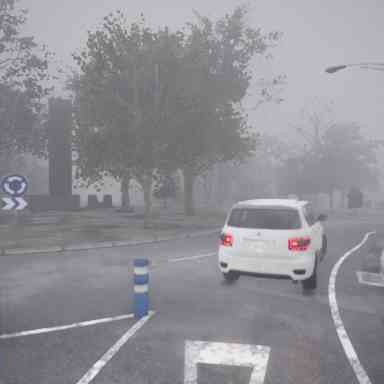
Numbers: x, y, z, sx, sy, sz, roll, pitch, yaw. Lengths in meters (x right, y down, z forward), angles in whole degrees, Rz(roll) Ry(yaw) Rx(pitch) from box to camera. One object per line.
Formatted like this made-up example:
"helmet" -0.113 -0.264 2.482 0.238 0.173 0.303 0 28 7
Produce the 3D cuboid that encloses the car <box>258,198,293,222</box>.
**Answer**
"car" 6.447 1.336 26.144 1.882 1.535 5.008 1 0 5

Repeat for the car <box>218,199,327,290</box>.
"car" 2.485 1.193 9.401 2.150 2.045 5.566 0 1 24
